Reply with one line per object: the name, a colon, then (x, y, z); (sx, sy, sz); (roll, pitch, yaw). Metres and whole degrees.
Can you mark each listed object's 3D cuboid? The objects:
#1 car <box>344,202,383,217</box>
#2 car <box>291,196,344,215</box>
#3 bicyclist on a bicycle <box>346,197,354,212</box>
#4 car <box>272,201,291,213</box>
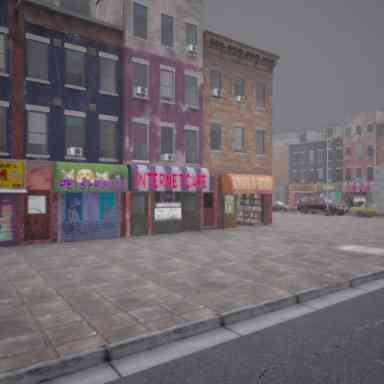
car: (16.194, 1.573, 28.813); (1.752, 1.417, 4.829); (0, 0, -35)
car: (12.930, 1.377, 33.390); (2.192, 1.841, 5.009); (0, 0, -35)
bicyclist on a bicycle: (17.485, 1.373, 36.729); (1.656, 1.620, 0.582); (0, 0, -35)
car: (9.765, 1.658, 37.829); (1.802, 1.307, 4.206); (0, 0, -35)
